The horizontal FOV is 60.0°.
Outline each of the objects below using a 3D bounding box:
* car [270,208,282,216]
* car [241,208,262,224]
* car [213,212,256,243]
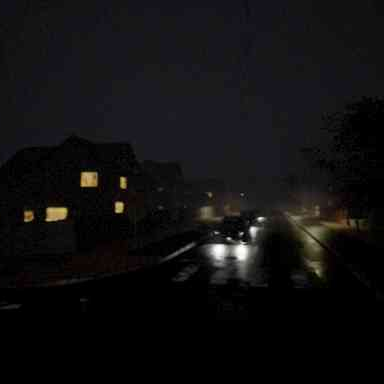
[{"bbox_3d":[13.179,3.144,52.222,1.895,1.301,4.718,-1,-2,13],"label":"car"},{"bbox_3d":[5.407,2.515,32.303,2.033,1.411,5.357,-1,-2,13],"label":"car"},{"bbox_3d":[2.577,2.183,20.398,2.033,1.411,5.357,-1,-2,13],"label":"car"}]
